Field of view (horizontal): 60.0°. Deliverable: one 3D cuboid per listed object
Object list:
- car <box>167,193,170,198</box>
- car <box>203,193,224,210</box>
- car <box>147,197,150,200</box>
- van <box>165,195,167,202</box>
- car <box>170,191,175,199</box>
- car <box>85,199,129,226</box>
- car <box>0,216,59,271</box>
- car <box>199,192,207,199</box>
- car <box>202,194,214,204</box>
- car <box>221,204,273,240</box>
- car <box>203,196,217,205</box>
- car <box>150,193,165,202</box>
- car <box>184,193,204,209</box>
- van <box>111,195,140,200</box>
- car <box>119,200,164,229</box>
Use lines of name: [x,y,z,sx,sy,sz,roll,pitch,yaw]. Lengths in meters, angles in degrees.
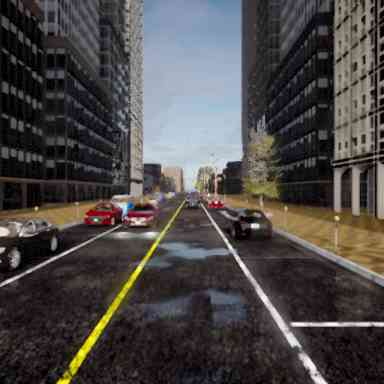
car: [-5.686,1.170,61.768,1.947,1.339,4.313,0,0,0]
car: [2.695,1.195,38.983,1.967,1.590,4.097,0,0,0]
car: [-5.687,1.374,33.307,1.802,1.307,4.206,0,0,0]
van: [-5.685,0.984,56.074,1.690,1.788,3.998,0,0,0]
car: [-5.685,0.977,84.364,1.752,1.417,4.829,0,0,0]
car: [-5.687,1.409,21.922,1.887,1.381,4.507,0,0,0]
car: [-5.688,1.486,10.538,2.008,1.369,4.403,0,0,0]
car: [2.697,0.890,84.518,1.967,1.590,4.097,0,0,0]
car: [2.695,1.166,56.230,1.752,1.417,4.829,0,0,0]
car: [2.693,1.466,16.217,1.947,1.339,4.313,0,0,0]
car: [2.694,1.262,50.368,1.802,1.307,4.206,0,0,0]
car: [-5.686,1.121,50.382,1.967,1.590,4.097,0,0,0]
car: [0.101,1.232,41.380,2.128,1.511,4.902,0,0,0]
van: [-5.686,1.170,27.614,1.690,1.788,3.998,0,0,0]
car: [-3.000,1.435,20.783,1.812,1.442,4.674,0,0,0]
